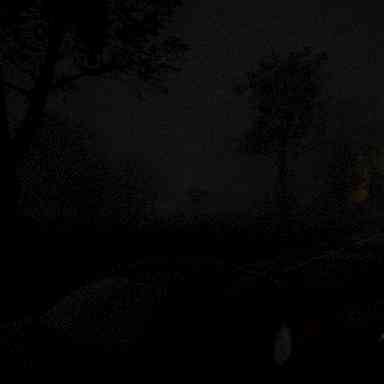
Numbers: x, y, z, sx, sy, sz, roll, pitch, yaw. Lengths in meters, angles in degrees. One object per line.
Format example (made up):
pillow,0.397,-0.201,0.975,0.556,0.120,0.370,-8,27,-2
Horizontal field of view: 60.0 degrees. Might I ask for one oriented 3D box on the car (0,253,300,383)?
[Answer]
car,-0.436,1.594,3.944,1.882,1.535,5.008,-2,-2,40
